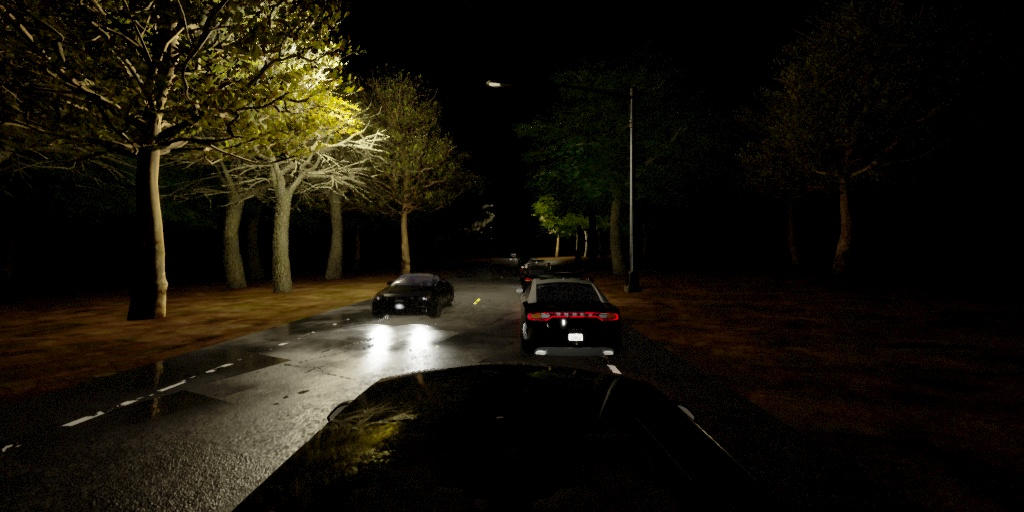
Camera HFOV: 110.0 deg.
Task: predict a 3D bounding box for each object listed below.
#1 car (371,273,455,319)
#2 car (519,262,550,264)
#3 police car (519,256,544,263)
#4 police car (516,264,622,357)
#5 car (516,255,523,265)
[{"bbox_3d":[-3.291,1.292,12.593,1.994,1.385,4.181,0,0,1],"label":"car"},{"bbox_3d":[1.405,1.216,18.488,1.812,1.442,4.674,0,0,2],"label":"car"},{"bbox_3d":[1.666,1.059,24.574,1.930,1.638,5.238,0,1,3],"label":"police car"},{"bbox_3d":[1.126,1.166,8.660,1.930,1.638,5.238,0,0,1],"label":"police car"},{"bbox_3d":[1.819,0.838,50.133,1.837,1.490,4.892,0,1,2],"label":"car"}]
